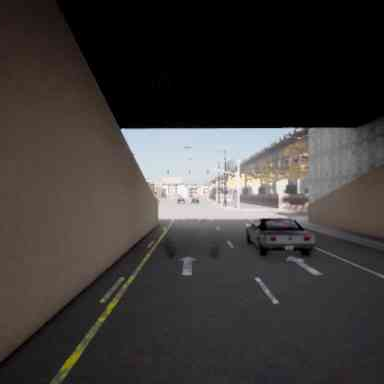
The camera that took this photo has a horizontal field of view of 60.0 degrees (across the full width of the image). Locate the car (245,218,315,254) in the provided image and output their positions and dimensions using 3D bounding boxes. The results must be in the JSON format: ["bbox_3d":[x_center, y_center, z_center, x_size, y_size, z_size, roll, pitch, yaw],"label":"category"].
[{"bbox_3d":[3.498,1.737,14.156,1.895,1.301,4.718,0,-1,0],"label":"car"}]

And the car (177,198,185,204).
[{"bbox_3d":[-2.685,2.144,84.361,2.128,1.511,4.902,0,-1,1],"label":"car"}]

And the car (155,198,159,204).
[{"bbox_3d":[-9.633,2.325,86.519,1.837,1.490,4.892,0,-1,1],"label":"car"}]

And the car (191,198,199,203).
[{"bbox_3d":[0.814,2.171,84.274,1.994,1.385,4.181,0,-1,1],"label":"car"}]
